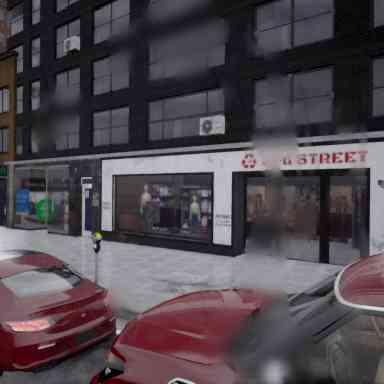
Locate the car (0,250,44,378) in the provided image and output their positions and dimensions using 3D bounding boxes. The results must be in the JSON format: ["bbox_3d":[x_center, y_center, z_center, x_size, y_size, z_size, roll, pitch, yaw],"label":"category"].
[{"bbox_3d":[-2.965,1.580,5.176,4.206,1.307,1.802,0,1,35],"label":"car"}]

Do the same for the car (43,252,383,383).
[{"bbox_3d":[1.588,1.315,1.941,5.009,1.841,2.192,0,1,35],"label":"car"}]
